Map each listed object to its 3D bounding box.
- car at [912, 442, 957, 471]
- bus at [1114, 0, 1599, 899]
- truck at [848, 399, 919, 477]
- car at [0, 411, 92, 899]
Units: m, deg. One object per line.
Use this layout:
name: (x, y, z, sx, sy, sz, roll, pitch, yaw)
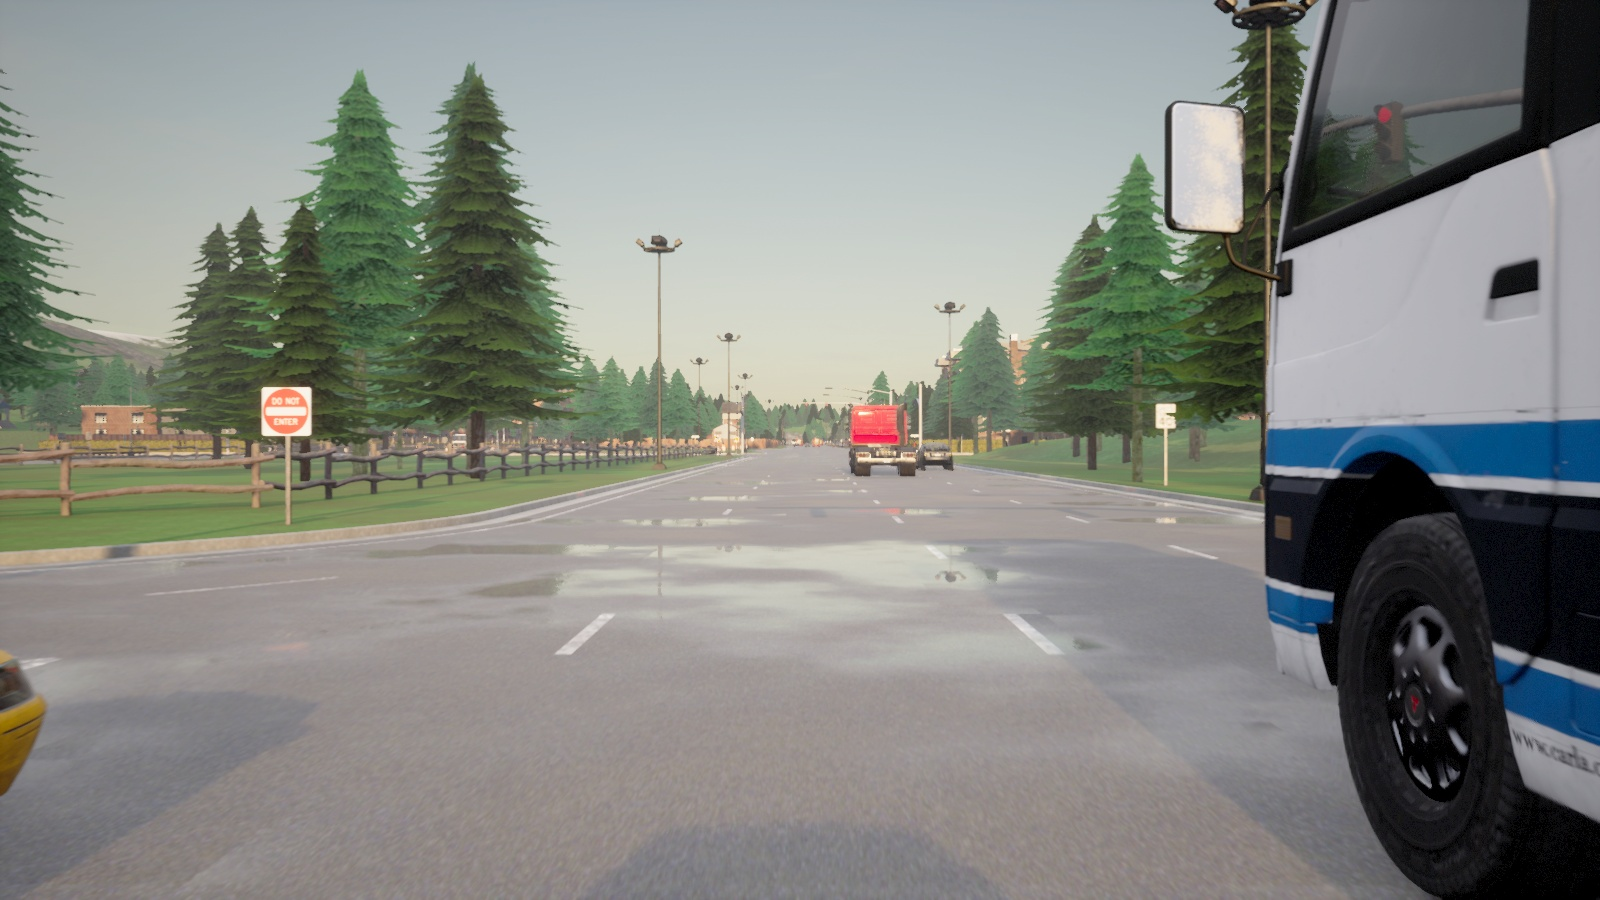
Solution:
car: (7.412, 0.325, 69.617, 2.007, 1.525, 4.514, 0, 0, 0)
bus: (3.523, -0.633, 1.150, 3.944, 4.253, 10.273, 0, 0, 0)
truck: (3.856, -0.552, 59.506, 2.891, 3.462, 7.936, 0, 0, 0)
car: (-3.474, 0.673, 1.857, 1.801, 1.575, 5.366, 0, 0, 0)
